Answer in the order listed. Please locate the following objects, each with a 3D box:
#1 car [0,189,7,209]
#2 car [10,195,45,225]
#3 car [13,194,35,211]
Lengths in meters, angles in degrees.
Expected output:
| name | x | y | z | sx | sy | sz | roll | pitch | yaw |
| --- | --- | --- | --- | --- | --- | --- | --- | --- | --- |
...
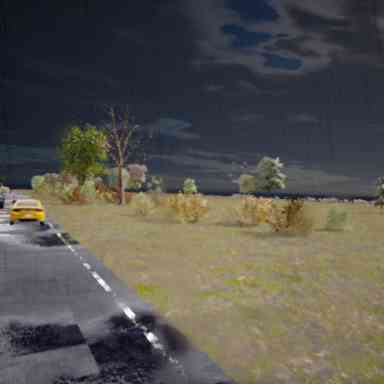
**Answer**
| name | x | y | z | sx | sy | sz | roll | pitch | yaw |
| --- | --- | --- | --- | --- | --- | --- | --- | --- | --- |
| car | -21.402 | 0.688 | 35.954 | 2.150 | 2.045 | 5.566 | 2 | 0 | -28 |
| car | -10.807 | 1.222 | 21.833 | 1.882 | 1.535 | 5.008 | 2 | 0 | -27 |
| car | -17.816 | 1.054 | 35.181 | 1.882 | 1.535 | 5.008 | 2 | 0 | -27 |
